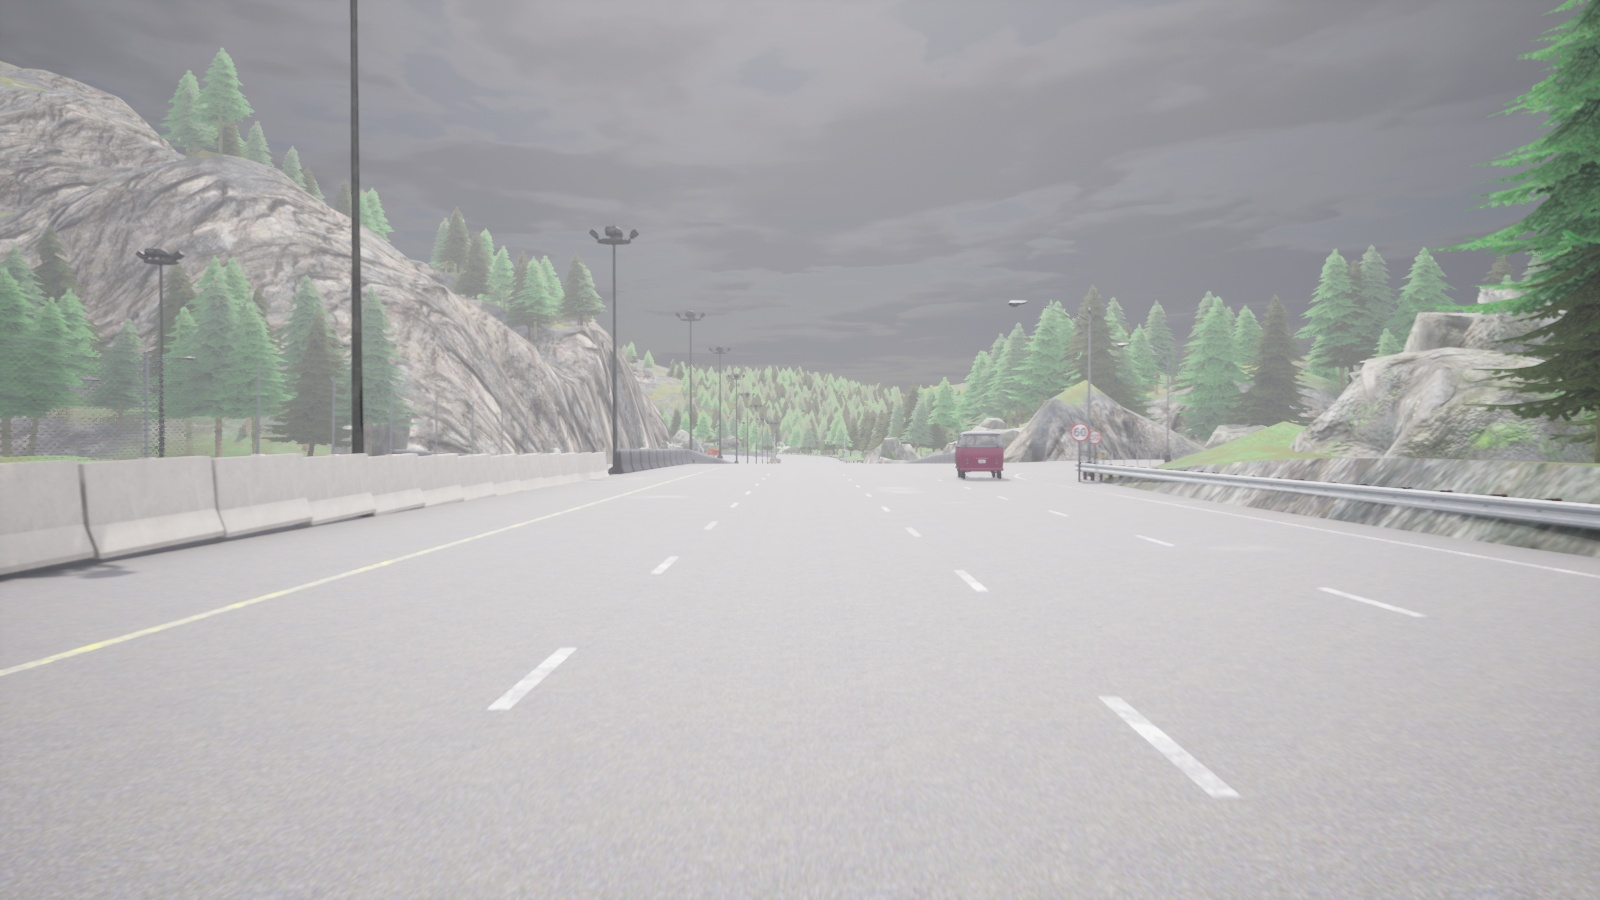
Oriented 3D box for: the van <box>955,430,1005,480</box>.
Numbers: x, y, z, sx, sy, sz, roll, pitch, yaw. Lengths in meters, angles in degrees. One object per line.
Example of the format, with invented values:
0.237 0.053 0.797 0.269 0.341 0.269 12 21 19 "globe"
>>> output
7.505 0.197 52.727 1.775 1.987 4.442 0 0 4 "van"
